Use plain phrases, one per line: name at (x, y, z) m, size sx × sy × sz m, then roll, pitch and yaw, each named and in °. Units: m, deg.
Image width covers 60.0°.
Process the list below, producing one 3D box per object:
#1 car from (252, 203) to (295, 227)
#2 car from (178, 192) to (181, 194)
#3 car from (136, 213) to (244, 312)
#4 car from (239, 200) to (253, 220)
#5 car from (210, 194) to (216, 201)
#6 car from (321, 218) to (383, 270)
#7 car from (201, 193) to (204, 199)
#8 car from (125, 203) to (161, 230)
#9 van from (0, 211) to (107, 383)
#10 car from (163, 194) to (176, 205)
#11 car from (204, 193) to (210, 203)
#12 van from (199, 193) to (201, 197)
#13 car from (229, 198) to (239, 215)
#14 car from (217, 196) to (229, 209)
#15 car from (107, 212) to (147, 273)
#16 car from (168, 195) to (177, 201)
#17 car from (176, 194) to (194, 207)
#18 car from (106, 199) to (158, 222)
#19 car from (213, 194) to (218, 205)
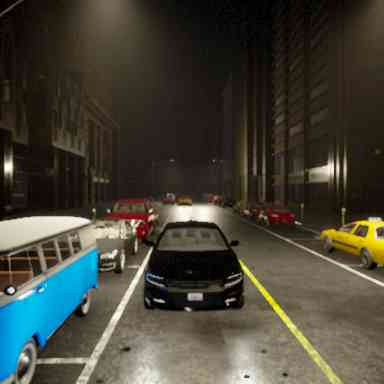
car at (5.478, 1.543, 21.881) m, size 1.802 × 1.307 × 4.206 m, roll 0°, pitch 0°, yaw -2°
car at (-5.032, 1.195, 94.647) m, size 2.192 × 1.841 × 5.009 m, roll 0°, pitch 0°, yaw -2°
car at (-0.008, 1.464, 8.023) m, size 1.882 × 1.535 × 5.008 m, roll 0°, pitch 0°, yaw -1°
car at (5.325, 1.533, 27.497) m, size 1.802 × 1.307 × 4.206 m, roll 0°, pitch 0°, yaw -2°
car at (4.560, 1.357, 55.581) m, size 1.967 × 1.590 × 4.097 m, roll 0°, pitch 0°, yaw -2°
car at (5.779, 1.505, 10.817) m, size 1.752 × 1.417 × 4.829 m, roll 0°, pitch 0°, yaw -2°
car at (3.949, 1.443, 78.048) m, size 2.008 × 1.369 × 4.403 m, roll 0°, pitch 0°, yaw -2°
car at (-3.039, 1.489, 21.466) m, size 1.752 × 1.417 × 4.829 m, roll 0°, pitch 0°, yaw -2°
van at (-2.585, 1.333, 4.787) m, size 1.690 × 1.788 × 3.998 m, roll 0°, pitch 0°, yaw -2°
car at (-3.961, 1.502, 55.334) m, size 1.802 × 1.307 × 4.206 m, roll 0°, pitch 0°, yaw -2°
car at (4.254, 1.219, 66.814) m, size 2.192 × 1.841 × 5.009 m, roll 0°, pitch 0°, yaw -2°
van at (3.643, 1.223, 89.281) m, size 1.690 × 1.788 × 3.998 m, roll 0°, pitch 0°, yaw -2°
car at (5.167, 1.468, 33.284) m, size 1.752 × 1.417 × 4.829 m, roll 0°, pitch 0°, yaw -2°
car at (4.866, 1.496, 44.348) m, size 1.947 × 1.339 × 4.313 m, roll 0°, pitch 0°, yaw -2°
car at (-2.738, 1.534, 10.403) m, size 2.008 × 1.369 × 4.403 m, roll 0°, pitch 0°, yaw -2°
car at (-4.573, 1.461, 77.799) m, size 1.947 × 1.339 × 4.313 m, roll 0°, pitch 0°, yaw -2°
car at (-1.014, 1.404, 48.609) m, size 1.882 × 1.535 × 5.008 m, roll 0°, pitch 0°, yaw -2°
car at (-2.891, 1.288, 16.019) m, size 2.192 × 1.841 × 5.009 m, roll 0°, pitch 0°, yaw -2°
car at (4.713, 1.468, 49.964) m, size 1.887 × 1.381 × 4.507 m, roll 0°, pitch 0°, yaw -2°
